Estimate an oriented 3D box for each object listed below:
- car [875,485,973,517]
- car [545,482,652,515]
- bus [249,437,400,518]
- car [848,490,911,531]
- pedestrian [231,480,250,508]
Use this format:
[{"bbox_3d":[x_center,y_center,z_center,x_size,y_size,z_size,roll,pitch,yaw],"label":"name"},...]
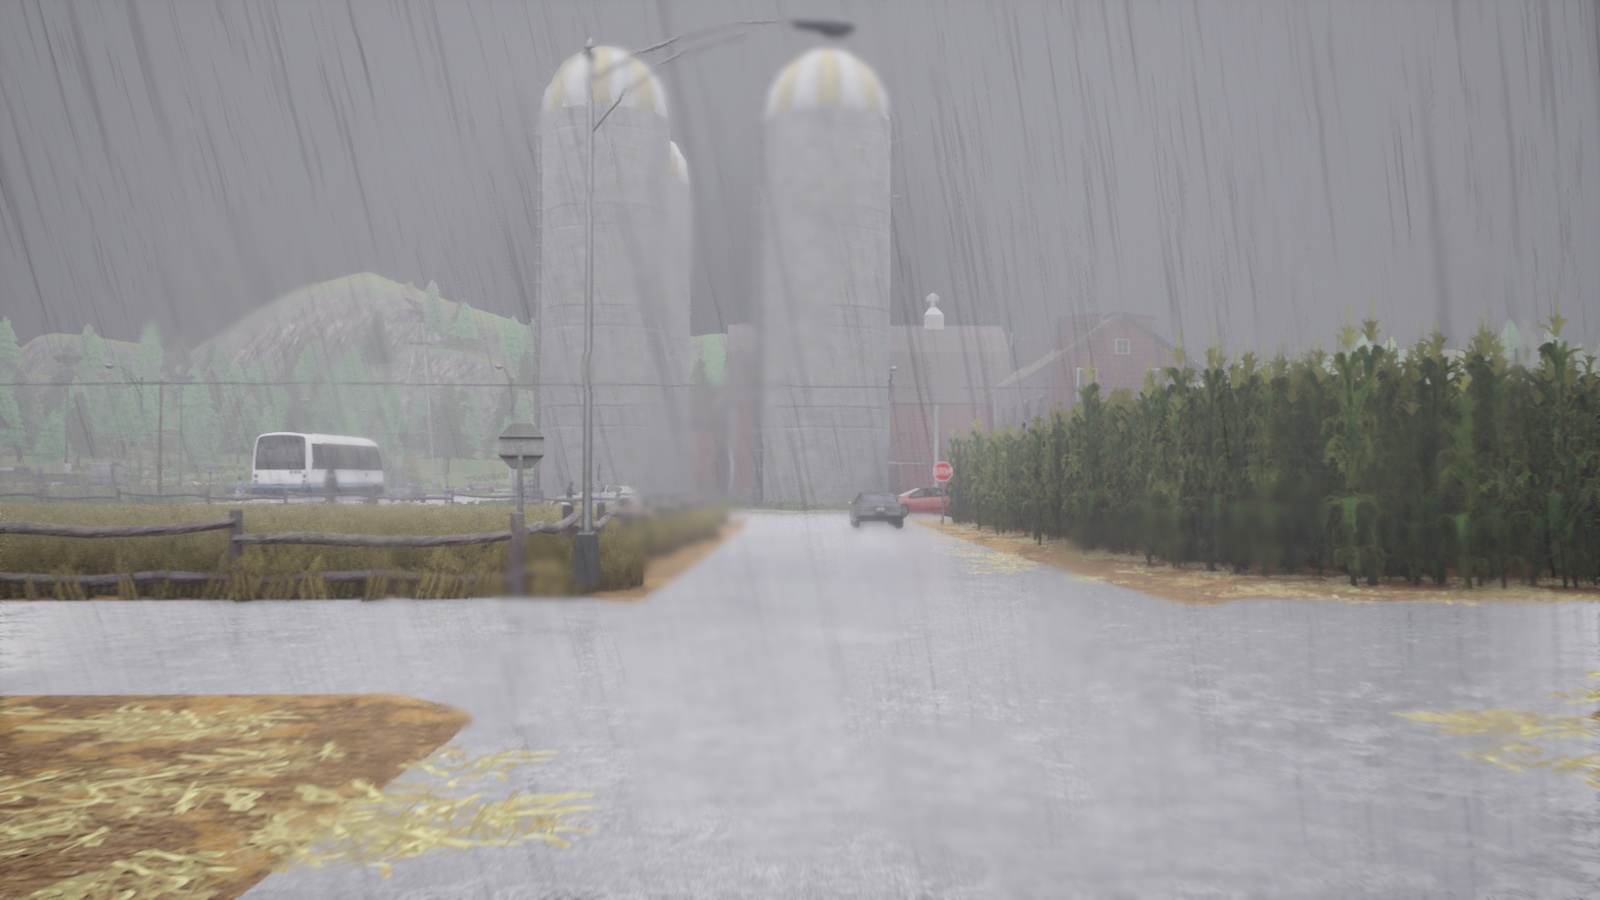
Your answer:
[{"bbox_3d":[6.236,2.542,63.202,4.514,1.525,2.007,0,-2,-12],"label":"car"},{"bbox_3d":[-10.180,2.452,63.681,5.027,1.651,2.152,0,-1,1],"label":"car"},{"bbox_3d":[-26.773,1.560,71.473,3.944,4.253,10.273,-1,-1,5],"label":"bus"},{"bbox_3d":[2.986,2.277,48.185,2.033,1.411,5.357,0,-1,0],"label":"car"},{"bbox_3d":[-37.961,2.983,85.210,0.874,1.855,0.900,0,-1,-1],"label":"pedestrian"}]
